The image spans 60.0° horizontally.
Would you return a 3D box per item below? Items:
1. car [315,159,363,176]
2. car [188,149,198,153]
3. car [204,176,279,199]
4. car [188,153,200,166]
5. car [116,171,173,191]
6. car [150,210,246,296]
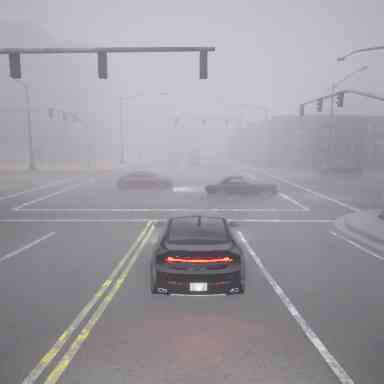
[{"bbox_3d":[15.669,-2.653,35.541,4.553,1.767,2.097,0,8,0],"label":"car"},{"bbox_3d":[0.257,-9.272,79.500,2.150,2.045,5.566,0,8,0],"label":"car"},{"bbox_3d":[3.153,-0.336,21.608,4.718,1.301,1.895,0,8,0],"label":"car"},{"bbox_3d":[0.278,-4.895,52.096,2.033,1.411,5.357,0,8,0],"label":"car"},{"bbox_3d":[-3.572,-0.887,25.109,4.181,1.385,1.994,0,8,0],"label":"car"},{"bbox_3d":[0.116,1.200,8.059,1.837,1.490,4.892,0,4,0],"label":"car"}]
